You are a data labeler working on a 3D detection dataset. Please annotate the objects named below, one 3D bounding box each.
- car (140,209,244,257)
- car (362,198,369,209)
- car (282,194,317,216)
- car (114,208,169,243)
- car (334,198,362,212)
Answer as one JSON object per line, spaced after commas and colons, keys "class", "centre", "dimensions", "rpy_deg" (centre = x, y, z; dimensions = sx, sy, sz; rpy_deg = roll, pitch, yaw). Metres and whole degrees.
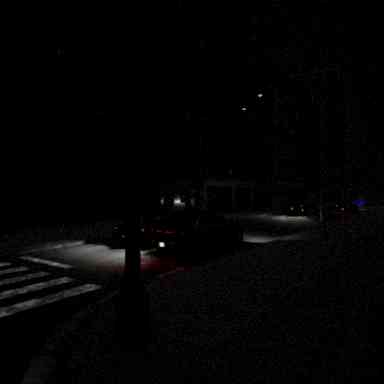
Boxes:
{"class": "car", "centre": [0.361, 1.509, 13.147], "dimensions": [1.837, 1.490, 4.892], "rpy_deg": [0, 0, 35]}
{"class": "car", "centre": [23.589, 1.535, 46.749], "dimensions": [1.812, 1.442, 4.674], "rpy_deg": [0, 0, 35]}
{"class": "car", "centre": [10.945, 1.209, 33.453], "dimensions": [2.150, 2.045, 5.566], "rpy_deg": [0, 0, 35]}
{"class": "car", "centre": [-1.491, 1.517, 15.474], "dimensions": [1.812, 1.442, 4.674], "rpy_deg": [0, 0, 34]}
{"class": "car", "centre": [17.840, 1.604, 38.352], "dimensions": [1.895, 1.301, 4.718], "rpy_deg": [0, 0, 35]}
